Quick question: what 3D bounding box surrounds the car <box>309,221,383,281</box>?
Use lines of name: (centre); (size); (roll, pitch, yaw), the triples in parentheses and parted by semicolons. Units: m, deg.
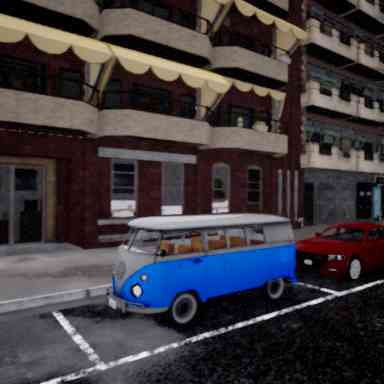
car: (4.882, 1.603, 10.015); (4.507, 1.381, 1.887); (0, 0, -35)

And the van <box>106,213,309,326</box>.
van: (0.380, 1.366, 6.819); (3.998, 1.788, 1.690); (0, 0, -35)
